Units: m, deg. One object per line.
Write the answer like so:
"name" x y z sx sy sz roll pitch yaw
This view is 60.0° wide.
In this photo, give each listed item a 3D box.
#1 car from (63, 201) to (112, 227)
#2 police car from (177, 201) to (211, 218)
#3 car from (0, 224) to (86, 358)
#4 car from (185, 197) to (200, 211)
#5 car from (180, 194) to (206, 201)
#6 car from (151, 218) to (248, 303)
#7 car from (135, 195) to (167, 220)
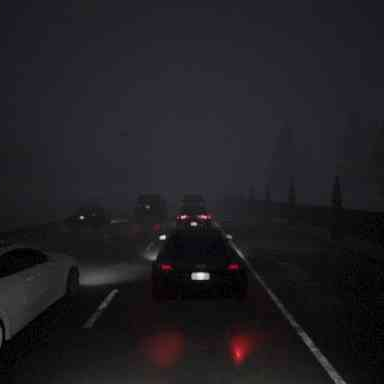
"car" -6.899 1.578 22.835 1.994 1.385 4.181 0 0 0
"police car" 0.102 1.514 19.836 2.038 1.542 4.974 0 0 0
"car" -3.400 1.529 5.442 1.812 1.442 4.674 0 0 0
"car" 0.068 1.482 42.108 1.801 1.575 5.366 0 0 0
"car" 0.104 1.237 30.774 2.150 2.045 5.566 0 -1 0
"car" 0.117 1.569 8.301 1.994 1.385 4.181 0 0 -1
"car" -3.399 1.239 28.175 2.150 2.045 5.566 0 0 0
